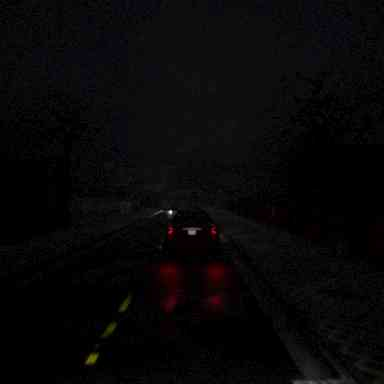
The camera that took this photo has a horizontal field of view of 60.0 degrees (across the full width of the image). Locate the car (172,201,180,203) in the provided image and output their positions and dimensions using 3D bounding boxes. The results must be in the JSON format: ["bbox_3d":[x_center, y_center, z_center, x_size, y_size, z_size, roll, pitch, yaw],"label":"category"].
[{"bbox_3d":[-2.726,2.357,55.480,1.837,1.490,4.892,0,-2,0],"label":"car"}]

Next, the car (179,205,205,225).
[{"bbox_3d":[0.015,1.920,29.025,2.033,1.411,5.357,0,-1,0],"label":"car"}]

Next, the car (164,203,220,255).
[{"bbox_3d":[0.008,1.510,14.108,2.097,1.767,4.553,0,-1,0],"label":"car"}]
